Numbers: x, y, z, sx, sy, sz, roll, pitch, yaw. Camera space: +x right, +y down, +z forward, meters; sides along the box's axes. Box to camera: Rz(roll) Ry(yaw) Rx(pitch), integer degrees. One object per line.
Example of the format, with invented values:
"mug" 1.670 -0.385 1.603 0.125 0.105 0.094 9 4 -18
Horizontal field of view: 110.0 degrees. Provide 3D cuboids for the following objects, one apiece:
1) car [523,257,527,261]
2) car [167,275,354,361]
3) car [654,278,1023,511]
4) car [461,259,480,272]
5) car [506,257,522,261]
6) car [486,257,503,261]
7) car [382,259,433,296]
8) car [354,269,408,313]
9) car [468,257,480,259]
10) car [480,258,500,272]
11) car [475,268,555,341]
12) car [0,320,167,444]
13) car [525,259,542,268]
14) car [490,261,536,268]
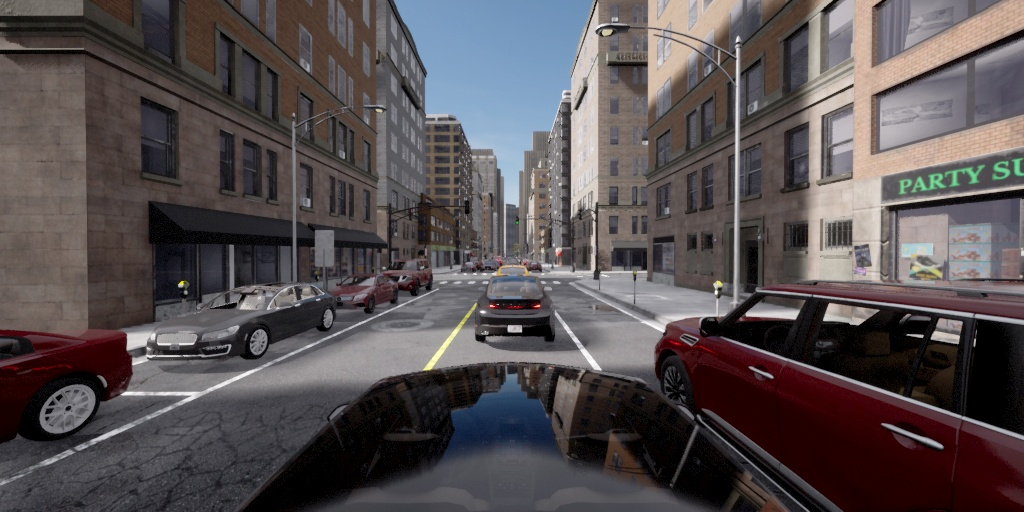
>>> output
"car" 2.961 1.300 52.112 1.751 1.417 4.829 0 0 0
"car" -5.656 1.299 8.204 2.007 1.370 4.403 0 0 0
"car" 2.858 1.064 2.626 2.192 1.841 5.009 0 0 0
"car" -5.576 1.350 46.369 1.802 1.307 4.207 0 0 0
"car" 0.219 1.332 58.634 2.033 1.411 5.357 0 0 0
"car" -2.977 1.330 57.203 2.033 1.411 5.357 0 0 0
"car" -5.633 1.065 19.369 2.192 1.841 5.009 0 0 0
"car" -5.644 1.331 13.787 1.802 1.307 4.207 0 0 0
"car" -5.565 1.090 51.934 2.192 1.841 5.009 0 0 0
"car" -3.005 1.333 46.776 1.994 1.385 4.181 0 0 0
"car" 0.079 1.254 9.819 1.837 1.490 4.892 0 0 0
"car" -5.668 1.295 2.622 1.888 1.381 4.507 0 0 0
"car" 2.949 1.350 46.379 1.802 1.307 4.207 0 0 0
"car" 0.048 1.228 18.949 1.882 1.535 5.008 0 0 0
